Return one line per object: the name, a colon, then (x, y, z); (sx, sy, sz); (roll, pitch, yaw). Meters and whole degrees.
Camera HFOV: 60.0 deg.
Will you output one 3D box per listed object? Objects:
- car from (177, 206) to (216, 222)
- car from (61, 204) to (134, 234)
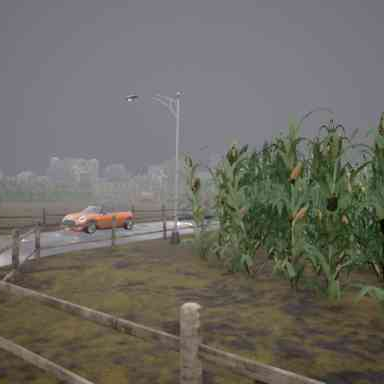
car: (0.410, 1.915, 29.672); (1.994, 1.385, 4.181); (1, 0, 35)
car: (-5.780, 1.555, 20.797); (2.097, 1.767, 4.553); (1, 0, 35)
